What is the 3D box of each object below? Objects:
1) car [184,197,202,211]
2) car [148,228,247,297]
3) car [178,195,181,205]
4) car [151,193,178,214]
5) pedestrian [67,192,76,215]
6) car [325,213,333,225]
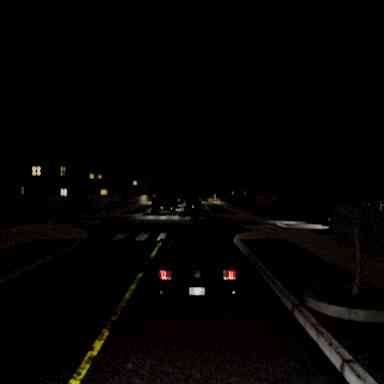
[{"bbox_3d":[0.109,1.376,39.221,1.837,1.490,4.892,0,0,0],"label":"car"},{"bbox_3d":[0.101,1.566,8.457,1.895,1.301,4.718,0,0,0],"label":"car"},{"bbox_3d":[-2.832,1.366,44.189,1.837,1.490,4.892,0,0,0],"label":"car"},{"bbox_3d":[-2.842,1.106,33.934,2.150,2.045,5.566,0,0,0],"label":"car"},{"bbox_3d":[-9.623,0.923,26.487,0.375,1.860,0.375,0,-2,0],"label":"pedestrian"},{"bbox_3d":[11.721,1.791,23.569,4.181,1.385,1.994,1,-1,-1],"label":"car"}]
